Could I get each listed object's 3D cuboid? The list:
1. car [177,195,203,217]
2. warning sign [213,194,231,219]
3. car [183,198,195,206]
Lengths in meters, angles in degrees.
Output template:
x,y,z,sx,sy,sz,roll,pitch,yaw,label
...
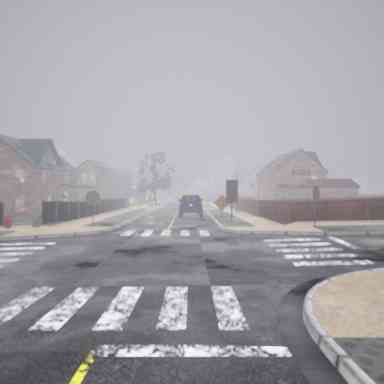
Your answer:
x,y,z,sx,sy,sz,roll,pitch,yaw,label
-0.127,1.281,32.521,2.150,2.045,5.566,0,0,-1,car
2.402,1.156,26.797,1.300,1.860,1.060,2,2,-1,warning sign
-0.543,1.817,58.723,1.895,1.301,4.718,0,0,-1,car
